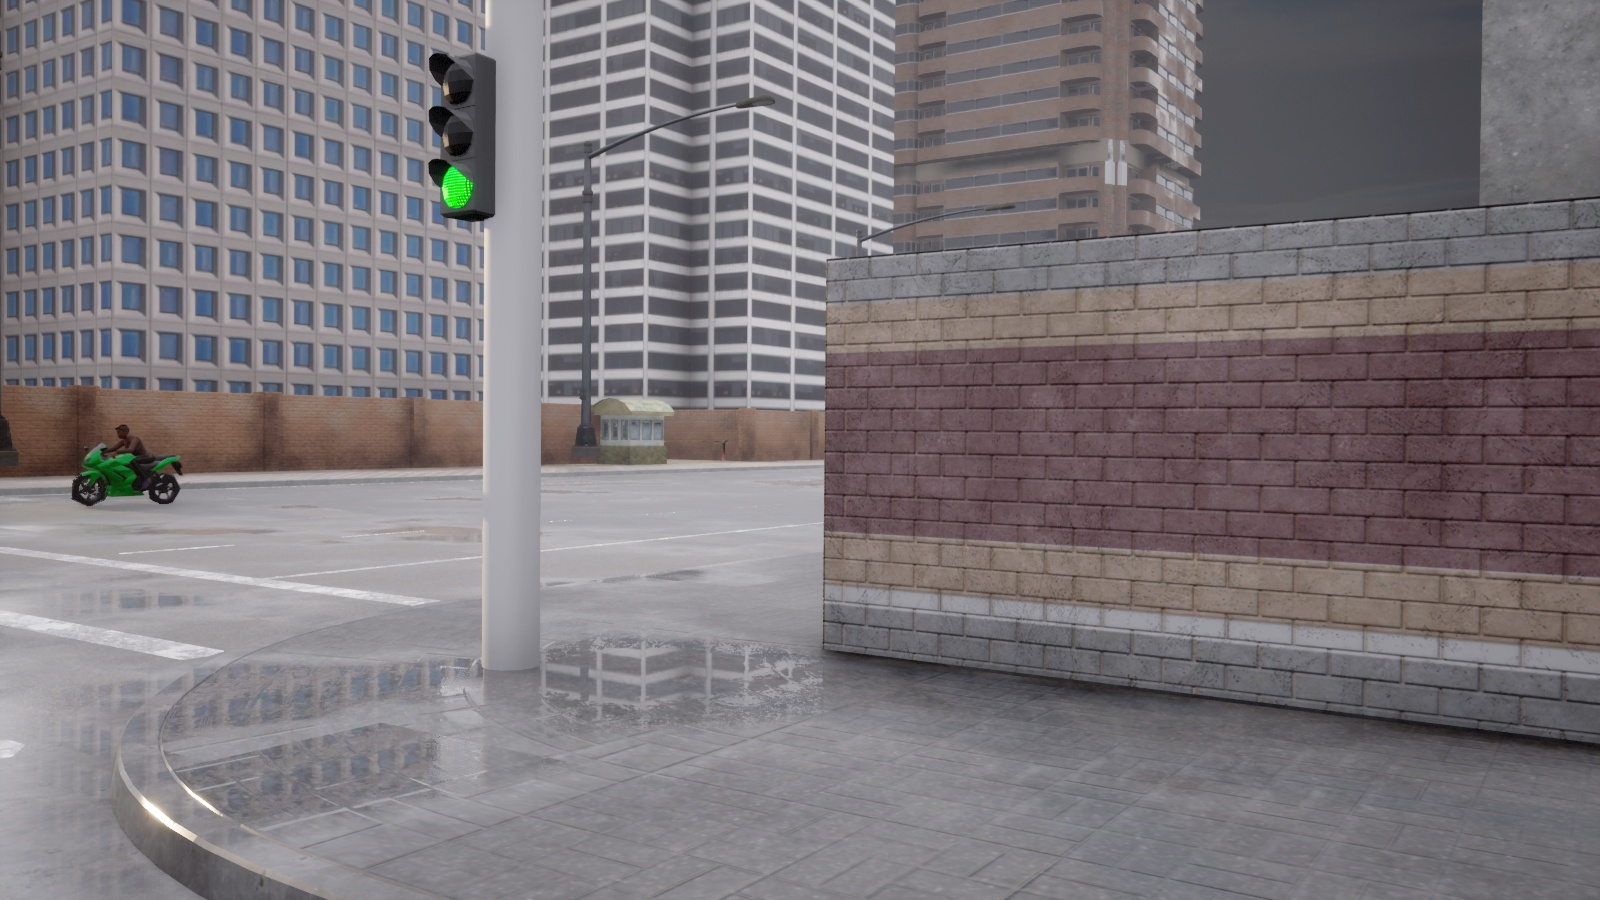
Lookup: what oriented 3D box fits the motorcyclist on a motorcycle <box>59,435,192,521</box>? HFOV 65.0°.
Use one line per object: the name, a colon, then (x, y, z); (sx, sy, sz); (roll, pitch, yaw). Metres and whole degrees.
motorcyclist on a motorcycle: (-12.537, 0.510, 23.406); (0.797, 1.523, 2.044); (0, -1, 34)
